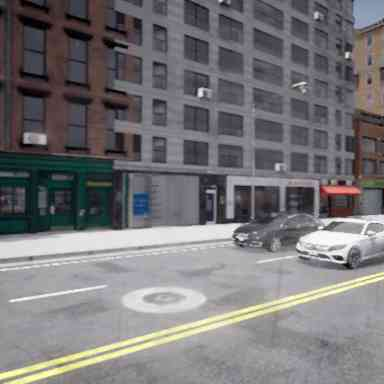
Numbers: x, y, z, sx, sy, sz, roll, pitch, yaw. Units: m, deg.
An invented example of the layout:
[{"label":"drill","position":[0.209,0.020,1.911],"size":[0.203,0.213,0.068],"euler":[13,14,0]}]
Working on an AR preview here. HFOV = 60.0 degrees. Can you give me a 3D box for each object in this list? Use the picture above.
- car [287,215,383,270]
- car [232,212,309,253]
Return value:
[{"label":"car","position":[5.673,1.661,11.721],"size":[4.674,1.442,1.812],"euler":[1,0,-35]},{"label":"car","position":[3.912,1.642,14.457],"size":[4.892,1.490,1.837],"euler":[1,0,-35]}]
